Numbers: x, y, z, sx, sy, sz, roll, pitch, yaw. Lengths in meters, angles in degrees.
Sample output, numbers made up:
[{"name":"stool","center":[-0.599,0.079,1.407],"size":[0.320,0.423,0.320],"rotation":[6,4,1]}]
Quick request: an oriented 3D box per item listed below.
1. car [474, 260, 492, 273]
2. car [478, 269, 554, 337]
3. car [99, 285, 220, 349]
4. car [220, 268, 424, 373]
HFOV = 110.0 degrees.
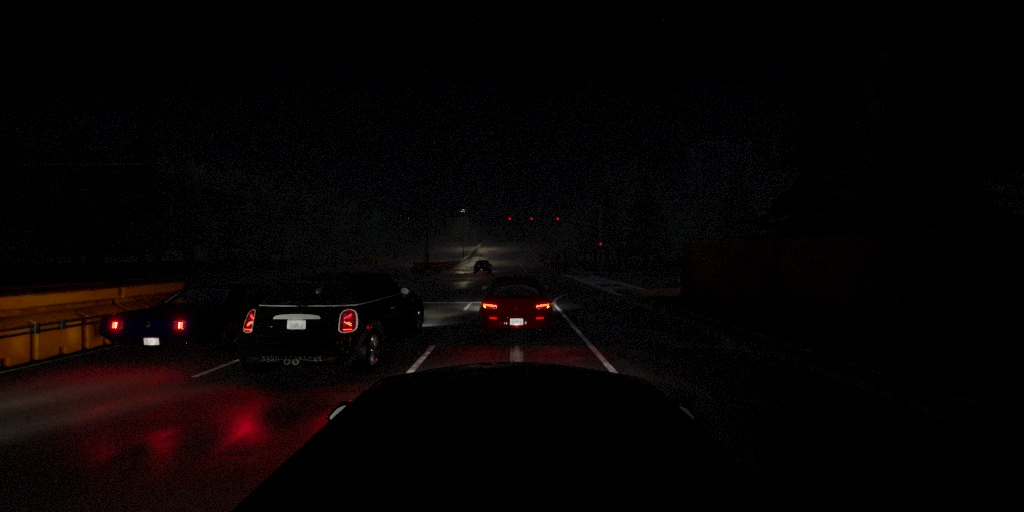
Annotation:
[{"name":"car","center":[-3.398,1.254,42.308],"size":[1.837,1.490,4.892],"rotation":[0,0,0]},{"name":"car","center":[0.100,1.276,10.164],"size":[1.812,1.442,4.674],"rotation":[0,0,0]},{"name":"car","center":[-6.900,1.351,9.090],"size":[1.895,1.301,4.718],"rotation":[0,0,0]},{"name":"car","center":[-3.398,1.102,7.775],"size":[2.097,1.767,4.553],"rotation":[0,0,0]}]
